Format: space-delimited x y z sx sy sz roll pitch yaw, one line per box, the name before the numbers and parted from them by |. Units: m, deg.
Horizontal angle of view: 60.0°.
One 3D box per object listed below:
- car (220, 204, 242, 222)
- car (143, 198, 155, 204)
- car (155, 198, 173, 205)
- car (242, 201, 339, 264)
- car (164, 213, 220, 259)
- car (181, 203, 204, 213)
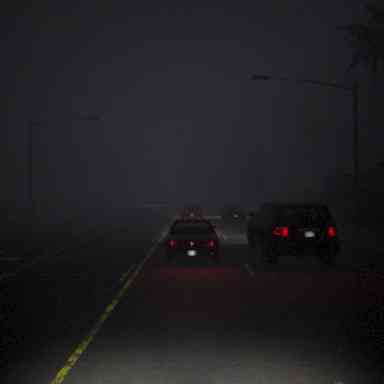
car | 3.518 1.732 28.861 1.812 1.442 4.674 0 0 0
car | -8.703 1.913 69.592 1.895 1.301 4.718 0 0 12
car | -5.468 1.891 68.121 1.895 1.301 4.718 0 0 12
car | 3.506 1.358 12.571 2.150 2.045 5.566 0 0 0
car | 0.012 1.742 13.237 1.895 1.301 4.718 0 0 0
car | 0.021 1.687 29.222 1.882 1.535 5.008 0 0 0
